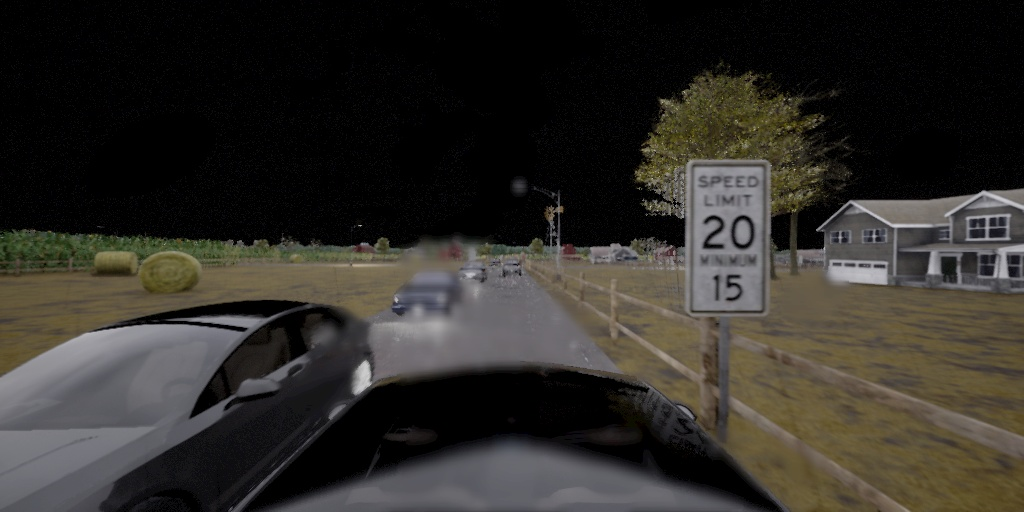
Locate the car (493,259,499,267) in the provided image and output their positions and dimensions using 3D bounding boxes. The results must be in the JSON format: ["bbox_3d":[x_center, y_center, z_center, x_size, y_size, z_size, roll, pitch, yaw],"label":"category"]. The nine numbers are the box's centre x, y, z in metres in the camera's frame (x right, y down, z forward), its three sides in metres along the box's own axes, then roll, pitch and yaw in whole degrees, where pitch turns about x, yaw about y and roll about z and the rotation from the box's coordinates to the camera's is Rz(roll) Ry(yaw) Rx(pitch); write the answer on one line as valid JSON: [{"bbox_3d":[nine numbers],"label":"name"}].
[{"bbox_3d":[-2.758,1.207,58.564,2.033,1.411,5.357,0,0,0],"label":"car"}]

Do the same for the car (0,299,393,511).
[{"bbox_3d":[-2.812,1.250,3.263,1.837,1.490,4.892,0,0,-1],"label":"car"}]

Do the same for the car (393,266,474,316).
[{"bbox_3d":[-2.851,1.263,13.574,2.033,1.411,5.357,0,0,0],"label":"car"}]

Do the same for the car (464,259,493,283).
[{"bbox_3d":[-2.836,1.185,27.072,2.128,1.511,4.902,0,0,0],"label":"car"}]

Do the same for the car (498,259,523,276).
[{"bbox_3d":[0.021,1.186,36.177,2.128,1.511,4.902,0,0,0],"label":"car"}]
